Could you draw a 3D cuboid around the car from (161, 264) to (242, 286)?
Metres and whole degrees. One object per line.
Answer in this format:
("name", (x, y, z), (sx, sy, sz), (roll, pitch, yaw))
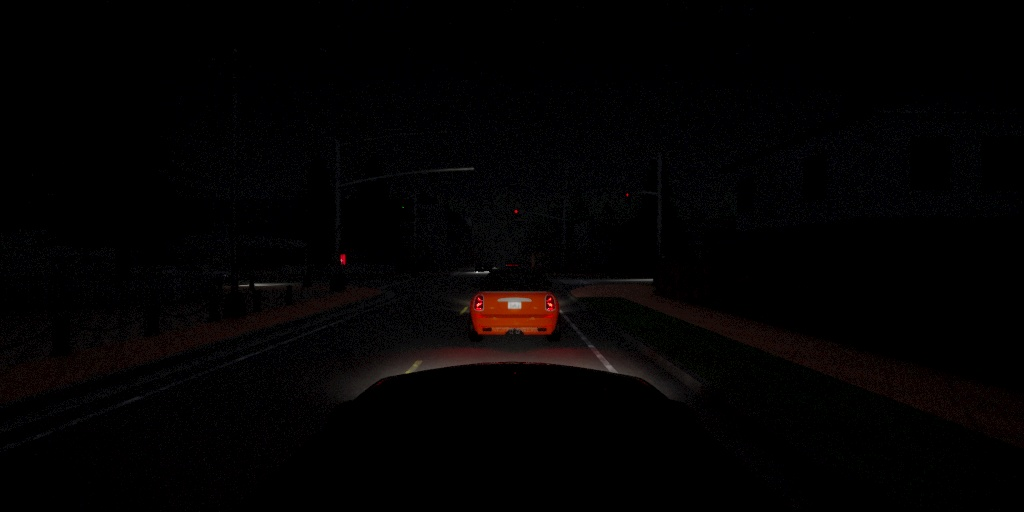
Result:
("car", (-21.131, 1.286, 24.431), (4.674, 1.442, 1.812), (0, 0, -2))

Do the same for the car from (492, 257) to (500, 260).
("car", (-3.606, 1.302, 61.585), (1.994, 1.385, 4.181), (0, 0, 0))

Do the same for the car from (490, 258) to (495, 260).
("car", (-3.618, 1.305, 46.298), (1.994, 1.385, 4.181), (0, 0, 0))

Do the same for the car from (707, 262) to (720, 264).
("car", (17.586, 1.216, 30.809), (4.902, 1.511, 2.128), (0, 0, -11))

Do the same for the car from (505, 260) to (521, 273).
("car", (0.078, 1.246, 44.473), (1.837, 1.490, 4.892), (0, 0, 0))

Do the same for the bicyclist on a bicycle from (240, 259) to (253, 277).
("bicyclist on a bicycle", (-23.575, 1.060, 31.823), (0.582, 1.620, 1.656), (0, 0, -2))

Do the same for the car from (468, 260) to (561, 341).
("car", (0.067, 1.100, 9.977), (2.097, 1.767, 4.553), (0, 0, 0))
